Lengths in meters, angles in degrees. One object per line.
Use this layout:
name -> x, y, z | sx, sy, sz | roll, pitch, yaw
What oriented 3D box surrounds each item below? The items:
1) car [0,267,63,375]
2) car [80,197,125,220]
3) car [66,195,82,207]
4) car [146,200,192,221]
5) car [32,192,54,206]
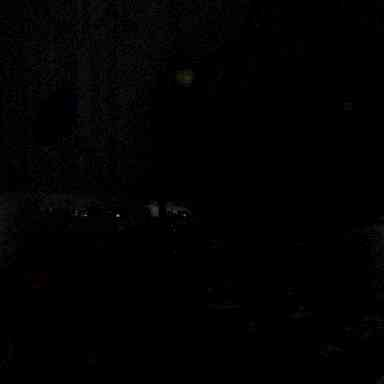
car -> -3.916, 1.546, 3.861 | 4.507, 1.381, 1.887 | 0, -1, -36
car -> -7.176, 1.398, 27.436 | 2.033, 1.411, 5.357 | -1, 1, -36
car -> -15.633, 1.141, 44.840 | 2.128, 1.511, 4.902 | -1, 1, -35
car -> -1.904, 1.362, 25.703 | 1.812, 1.442, 4.674 | -1, 1, -36
car -> -20.631, 1.158, 46.287 | 2.128, 1.511, 4.902 | -1, 1, -35
